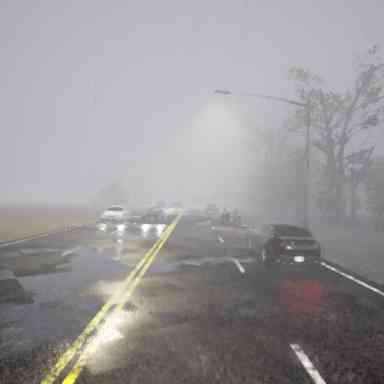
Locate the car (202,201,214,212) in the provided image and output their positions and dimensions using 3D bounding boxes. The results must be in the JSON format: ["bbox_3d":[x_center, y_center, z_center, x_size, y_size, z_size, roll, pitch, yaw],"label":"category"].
[{"bbox_3d":[3.342,2.689,56.399,2.163,1.488,4.792,2,-1,0],"label":"car"}]

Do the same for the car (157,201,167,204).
[{"bbox_3d":[-6.383,2.600,70.402,1.882,1.535,5.008,2,-1,0],"label":"car"}]

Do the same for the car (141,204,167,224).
[{"bbox_3d":[-3.288,2.055,29.443,1.994,1.385,4.181,2,-1,0],"label":"car"}]

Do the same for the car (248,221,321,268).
[{"bbox_3d":[3.390,1.878,12.880,1.837,1.490,4.892,2,0,0],"label":"car"}]

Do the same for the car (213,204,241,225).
[{"bbox_3d":[3.429,2.190,30.948,2.128,1.511,4.902,3,-1,0],"label":"car"}]

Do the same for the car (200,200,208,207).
[{"bbox_3d":[3.374,3.163,78.386,1.895,1.301,4.718,2,0,0],"label":"car"}]

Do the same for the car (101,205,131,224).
[{"bbox_3d":[-6.536,1.904,29.013,1.812,1.442,4.674,2,-1,0],"label":"car"}]

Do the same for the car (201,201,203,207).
[{"bbox_3d":[3.367,2.967,67.392,1.895,1.301,4.718,3,-1,0],"label":"car"}]

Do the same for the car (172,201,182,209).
[{"bbox_3d":[-3.134,2.701,70.811,1.882,1.535,5.008,2,-1,0],"label":"car"}]
